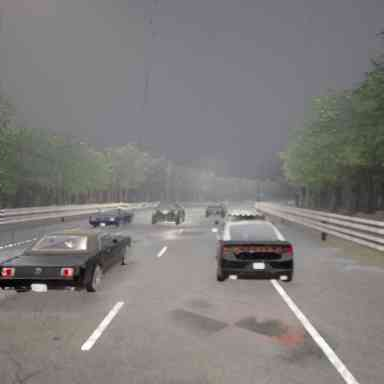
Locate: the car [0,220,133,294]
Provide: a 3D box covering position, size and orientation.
[{"bbox_3d":[-3.007,1.678,9.009,1.895,1.301,4.718,0,0,3],"label":"car"}]

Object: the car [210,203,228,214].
[{"bbox_3d":[3.696,2.157,45.042,1.994,1.385,4.181,0,-1,10],"label":"car"}]

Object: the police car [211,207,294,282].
[{"bbox_3d":[1.648,1.490,10.120,1.930,1.638,5.238,0,0,3],"label":"police car"}]

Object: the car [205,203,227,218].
[{"bbox_3d":[2.469,1.850,34.594,2.128,1.511,4.902,0,-1,7],"label":"car"}]

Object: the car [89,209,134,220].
[{"bbox_3d":[-5.550,1.819,23.634,1.895,1.301,4.718,0,-1,5],"label":"car"}]

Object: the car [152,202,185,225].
[{"bbox_3d":[-1.768,1.593,26.574,2.097,1.767,4.553,0,-1,5],"label":"car"}]
